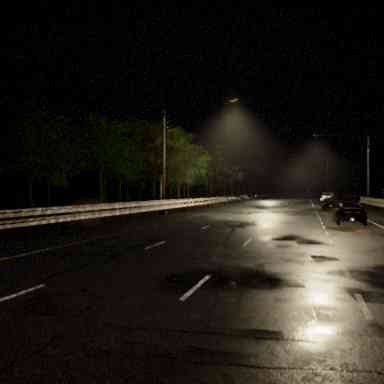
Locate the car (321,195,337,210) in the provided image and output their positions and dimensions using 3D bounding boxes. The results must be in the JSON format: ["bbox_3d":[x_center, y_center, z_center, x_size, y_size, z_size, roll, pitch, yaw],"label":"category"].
[{"bbox_3d":[16.987,1.460,40.900,1.812,1.442,4.674,0,0,19],"label":"car"}]

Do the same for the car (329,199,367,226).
[{"bbox_3d":[10.982,1.469,23.367,1.837,1.490,4.892,0,0,19],"label":"car"}]

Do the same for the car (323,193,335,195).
[{"bbox_3d":[24.557,1.126,59.571,2.150,2.045,5.566,0,0,28],"label":"car"}]

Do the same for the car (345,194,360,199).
[{"bbox_3d":[37.821,1.232,78.317,2.097,1.767,4.553,0,0,43],"label":"car"}]
